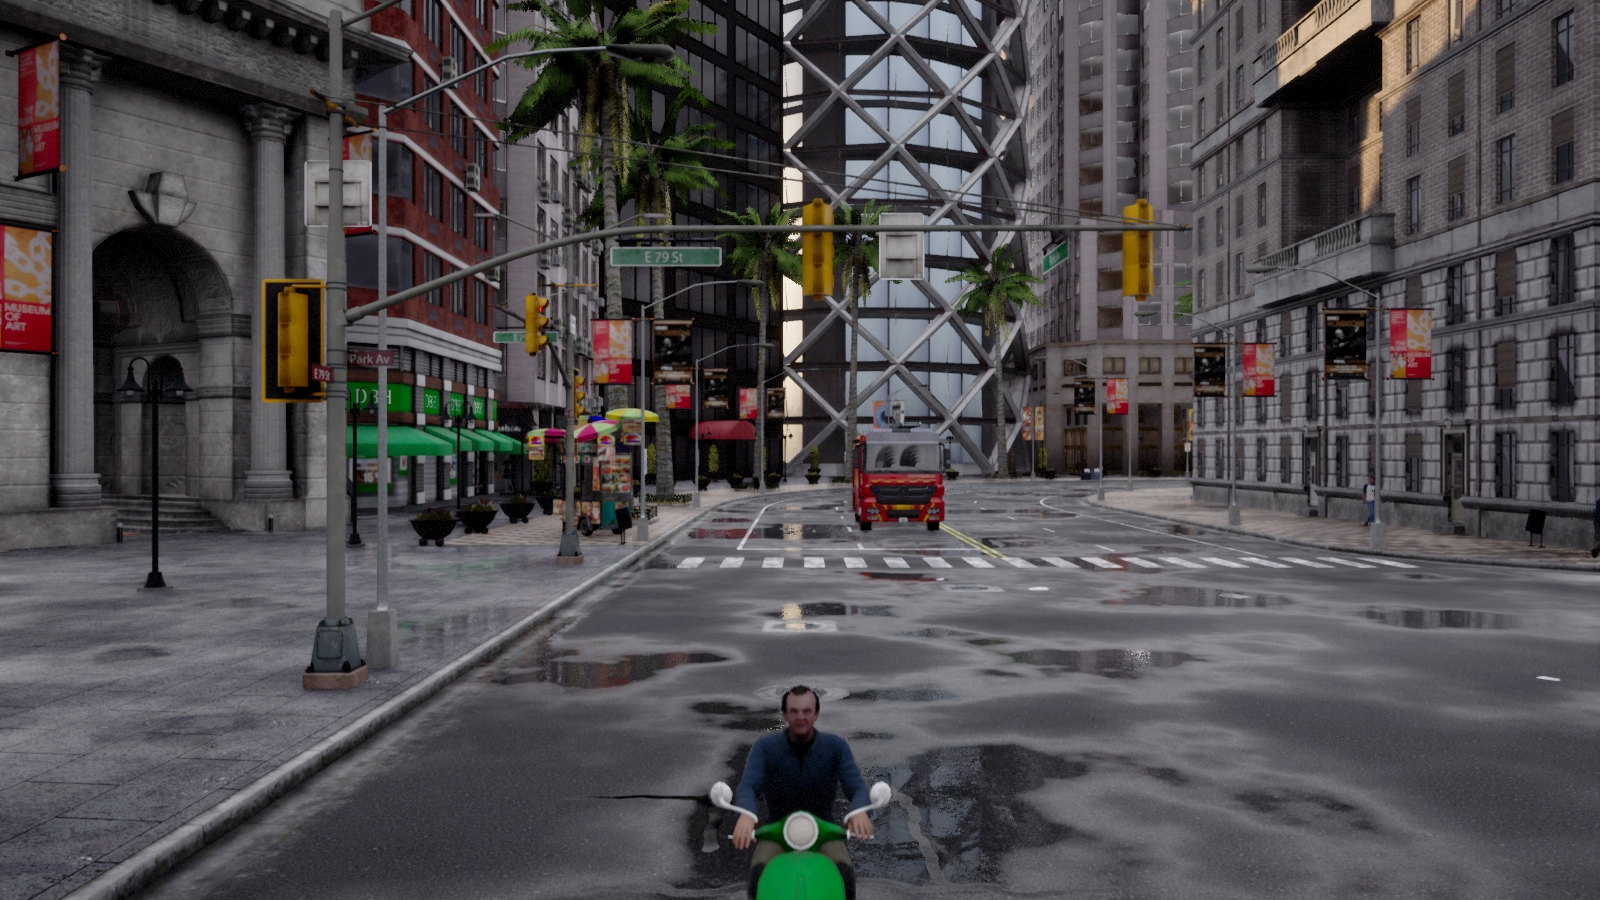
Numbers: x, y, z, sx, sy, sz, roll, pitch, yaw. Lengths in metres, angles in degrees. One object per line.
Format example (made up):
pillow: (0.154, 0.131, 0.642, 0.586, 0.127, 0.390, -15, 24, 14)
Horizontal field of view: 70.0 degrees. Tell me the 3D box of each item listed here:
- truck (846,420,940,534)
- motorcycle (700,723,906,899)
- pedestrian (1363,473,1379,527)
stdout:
truck: (3.287, 0.907, 42.694, 2.891, 3.827, 8.468, 0, 0, 0)
motorcycle: (0.015, 2.185, 5.650, 0.856, 1.236, 1.805, 0, 0, 0)
pedestrian: (19.567, 1.711, 39.170, 0.375, 1.860, 0.375, 0, 0, 0)
